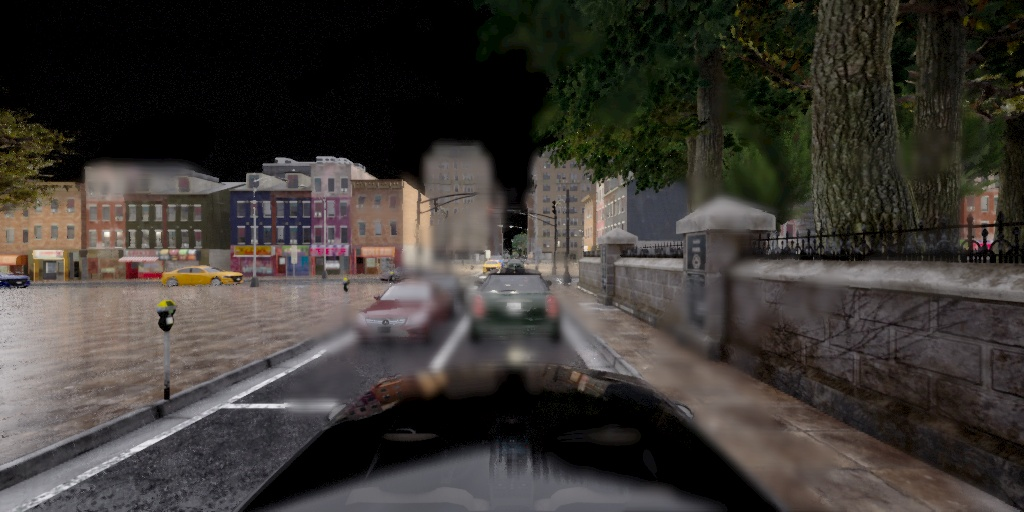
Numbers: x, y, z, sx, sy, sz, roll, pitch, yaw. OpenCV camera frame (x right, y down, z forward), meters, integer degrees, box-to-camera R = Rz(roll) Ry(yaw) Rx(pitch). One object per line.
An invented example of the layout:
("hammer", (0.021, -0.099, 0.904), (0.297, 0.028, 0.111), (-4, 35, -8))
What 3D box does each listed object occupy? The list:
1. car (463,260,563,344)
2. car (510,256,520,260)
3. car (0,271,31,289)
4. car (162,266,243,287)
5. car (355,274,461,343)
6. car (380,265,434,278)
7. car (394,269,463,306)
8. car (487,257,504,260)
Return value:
("car", (0.072, 1.102, 9.727), (2.097, 1.767, 4.553), (0, 0, 0))
("car", (0.380, 1.095, 45.597), (2.097, 1.767, 4.553), (0, 0, 0))
("car", (-38.369, 1.724, 26.108), (5.008, 1.535, 1.882), (-1, 0, 0))
("car", (-22.459, 1.469, 26.144), (5.008, 1.535, 1.882), (-1, 0, 0))
("car", (-2.639, 1.332, 9.611), (1.802, 1.307, 4.207), (0, 0, 0))
("car", (-6.743, 1.356, 26.199), (5.357, 1.411, 2.033), (-1, 0, 0))
("car", (-2.640, 1.316, 13.274), (1.948, 1.339, 4.313), (0, 0, 0))
("car", (-2.283, 1.221, 41.541), (1.882, 1.535, 5.008), (0, 0, 1))
